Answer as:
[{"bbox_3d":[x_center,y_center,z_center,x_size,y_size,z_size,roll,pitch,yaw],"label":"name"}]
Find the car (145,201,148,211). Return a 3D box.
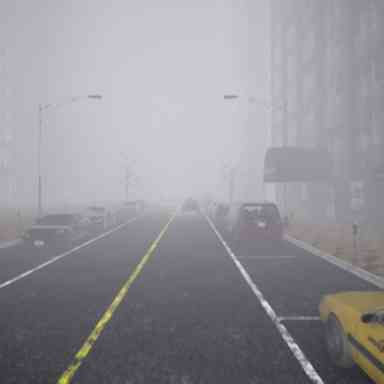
[{"bbox_3d":[-5.945,1.513,37.316,1.887,1.381,4.507,0,0,0],"label":"car"}]

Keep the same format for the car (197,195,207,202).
[{"bbox_3d":[2.189,1.460,71.262,2.008,1.369,4.403,0,0,0],"label":"car"}]

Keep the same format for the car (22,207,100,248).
[{"bbox_3d":[-5.782,1.560,14.746,1.947,1.339,4.313,0,0,0],"label":"car"}]

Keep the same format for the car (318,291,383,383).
[{"bbox_3d":[2.646,1.519,2.901,1.752,1.417,4.829,0,0,0],"label":"car"}]

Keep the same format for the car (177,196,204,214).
[{"bbox_3d":[-0.142,1.455,34.550,2.128,1.511,4.902,0,0,0],"label":"car"}]

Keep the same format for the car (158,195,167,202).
[{"bbox_3d":[-6.189,1.361,71.173,1.967,1.590,4.097,0,0,0],"label":"car"}]

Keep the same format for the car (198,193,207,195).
[{"bbox_3d":[2.313,1.373,54.338,1.967,1.590,4.097,0,0,0],"label":"car"}]

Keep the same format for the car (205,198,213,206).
[{"bbox_3d":[2.475,1.545,31.773,1.802,1.307,4.206,0,0,0],"label":"car"}]

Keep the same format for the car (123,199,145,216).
[{"bbox_3d":[-5.905,1.557,31.674,1.802,1.307,4.206,0,0,0],"label":"car"}]

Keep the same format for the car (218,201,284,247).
[{"bbox_3d":[2.599,1.297,14.849,2.192,1.841,5.009,0,0,0],"label":"car"}]

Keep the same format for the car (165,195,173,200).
[{"bbox_3d":[-6.354,1.435,93.744,2.008,1.369,4.403,0,0,0],"label":"car"}]

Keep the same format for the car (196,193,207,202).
[{"bbox_3d":[2.151,1.215,76.903,2.192,1.841,5.009,0,0,0],"label":"car"}]

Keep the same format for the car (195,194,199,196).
[{"bbox_3d":[-0.241,1.471,48.123,1.812,1.442,4.674,0,0,-1],"label":"car"}]

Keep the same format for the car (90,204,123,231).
[{"bbox_3d":[-5.823,1.539,20.389,2.008,1.369,4.403,0,0,0],"label":"car"}]

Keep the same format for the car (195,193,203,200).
[{"bbox_3d":[2.029,1.187,93.827,2.192,1.841,5.009,0,0,0],"label":"car"}]

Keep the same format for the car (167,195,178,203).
[{"bbox_3d":[-3.478,1.543,66.273,1.895,1.301,4.718,0,0,0],"label":"car"}]

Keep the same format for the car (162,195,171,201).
[{"bbox_3d":[-6.272,1.453,82.458,2.008,1.369,4.403,0,0,0],"label":"car"}]

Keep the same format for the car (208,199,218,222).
[{"bbox_3d":[2.516,1.514,26.132,1.887,1.381,4.507,0,0,0],"label":"car"}]

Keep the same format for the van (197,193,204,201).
[{"bbox_3d":[2.110,1.232,82.545,1.690,1.788,3.998,0,0,0],"label":"van"}]

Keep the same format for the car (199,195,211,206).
[{"bbox_3d":[2.353,1.485,48.697,1.887,1.381,4.507,0,0,0],"label":"car"}]
